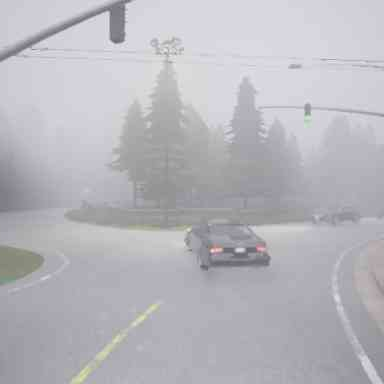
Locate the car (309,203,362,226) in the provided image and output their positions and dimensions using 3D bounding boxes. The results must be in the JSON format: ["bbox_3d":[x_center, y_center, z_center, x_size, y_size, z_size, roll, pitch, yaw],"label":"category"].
[{"bbox_3d":[10.780,1.615,24.898,4.902,1.511,2.128,0,0,-36],"label":"car"}]

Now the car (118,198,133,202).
[{"bbox_3d":[-10.874,1.668,55.502,1.994,1.385,4.181,0,0,18],"label":"car"}]

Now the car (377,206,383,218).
[{"bbox_3d":[18.961,1.710,30.724,4.674,1.442,1.812,0,0,-34],"label":"car"}]

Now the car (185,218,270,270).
[{"bbox_3d":[0.950,1.590,11.261,2.033,1.411,5.357,0,0,-7],"label":"car"}]

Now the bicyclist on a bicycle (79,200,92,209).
[{"bbox_3d":[-8.925,1.499,27.900,1.656,1.620,0.582,0,0,-29],"label":"bicyclist on a bicycle"}]
